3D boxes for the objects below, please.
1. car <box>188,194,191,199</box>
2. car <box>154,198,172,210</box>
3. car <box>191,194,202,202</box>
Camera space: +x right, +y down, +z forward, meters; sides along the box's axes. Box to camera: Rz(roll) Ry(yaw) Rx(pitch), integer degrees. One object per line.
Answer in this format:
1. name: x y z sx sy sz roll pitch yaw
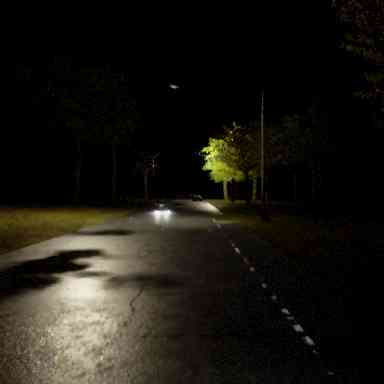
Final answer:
1. car: 0.009 1.291 90.300 1.994 1.385 4.181 0 0 0
2. car: -3.588 1.481 41.949 2.128 1.511 4.902 0 0 0
3. car: 1.232 1.402 72.499 1.812 1.442 4.674 0 0 0
